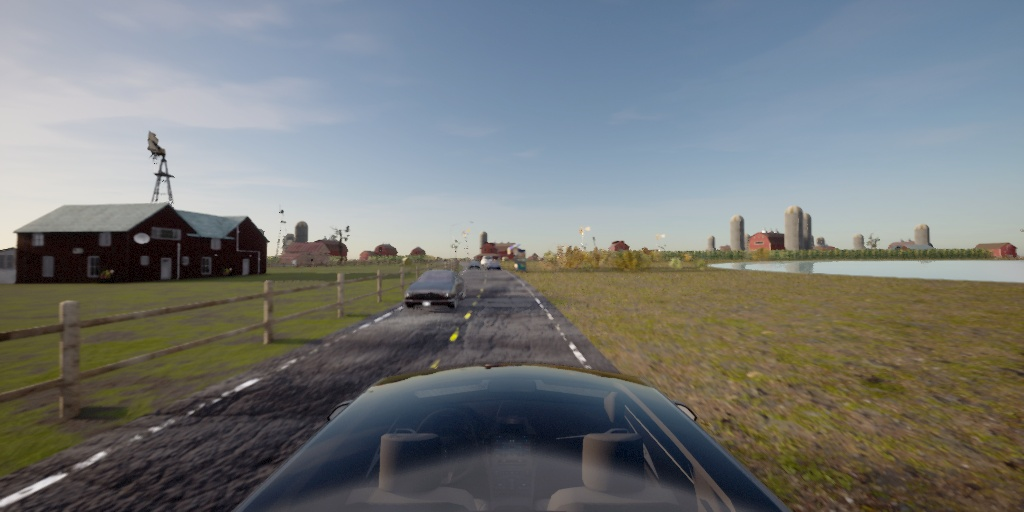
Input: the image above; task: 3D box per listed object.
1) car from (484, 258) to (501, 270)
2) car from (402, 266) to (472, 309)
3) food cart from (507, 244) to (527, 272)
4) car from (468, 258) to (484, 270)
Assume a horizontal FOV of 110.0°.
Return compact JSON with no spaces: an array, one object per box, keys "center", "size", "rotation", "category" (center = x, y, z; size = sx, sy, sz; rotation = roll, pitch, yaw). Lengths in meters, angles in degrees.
[{"center":[-2.742,1.421,53.861],"size":[1.994,1.385,4.181],"rotation":[0,0,-7],"category":"car"},{"center":[-3.064,1.308,15.249],"size":[2.033,1.411,5.357],"rotation":[0,0,-2],"category":"car"},{"center":[1.051,0.299,46.762],"size":[2.280,3.560,4.660],"rotation":[0,0,-5],"category":"food cart"},{"center":[-5.882,1.411,56.304],"size":[2.033,1.411,5.357],"rotation":[0,0,-6],"category":"car"}]
